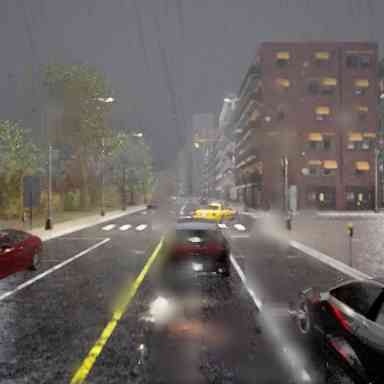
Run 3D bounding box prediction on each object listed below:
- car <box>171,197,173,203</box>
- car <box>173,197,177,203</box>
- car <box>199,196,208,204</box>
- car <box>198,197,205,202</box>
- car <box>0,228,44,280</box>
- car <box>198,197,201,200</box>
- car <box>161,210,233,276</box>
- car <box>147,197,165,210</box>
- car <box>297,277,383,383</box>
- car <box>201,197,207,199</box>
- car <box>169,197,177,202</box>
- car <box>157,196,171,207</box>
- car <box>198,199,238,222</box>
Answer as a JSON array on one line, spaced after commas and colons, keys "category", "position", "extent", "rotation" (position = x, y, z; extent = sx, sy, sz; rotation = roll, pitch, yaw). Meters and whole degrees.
[{"category": "car", "position": [-5.292, 1.636, 63.705], "extent": [2.192, 1.841, 5.009], "rotation": [1, 0, 0]}, {"category": "car", "position": [-5.290, 1.968, 80.731], "extent": [2.008, 1.369, 4.403], "rotation": [1, 0, 0]}, {"category": "car", "position": [2.590, 1.830, 75.894], "extent": [1.967, 1.590, 4.097], "rotation": [1, 0, 0]}, {"category": "car", "position": [2.593, 2.035, 92.942], "extent": [1.887, 1.381, 4.507], "rotation": [0, 0, 0]}, {"category": "car", "position": [-5.306, 1.623, 8.561], "extent": [1.802, 1.307, 4.206], "rotation": [1, 0, 0]}, {"category": "car", "position": [2.586, 1.908, 64.527], "extent": [1.802, 1.307, 4.206], "rotation": [1, 0, 0]}, {"category": "car", "position": [0.102, 1.556, 10.443], "extent": [1.837, 1.490, 4.892], "rotation": [0, 0, 0]}, {"category": "car", "position": [-5.298, 1.775, 46.676], "extent": [1.887, 1.381, 4.507], "rotation": [1, 0, 0]}, {"category": "car", "position": [2.573, 1.584, 3.662], "extent": [1.947, 1.339, 4.313], "rotation": [1, 0, 0]}, {"category": "car", "position": [2.583, 1.785, 47.478], "extent": [2.008, 1.369, 4.403], "rotation": [1, 0, 0]}, {"category": "car", "position": [-5.288, 2.035, 92.084], "extent": [2.008, 1.369, 4.403], "rotation": [1, 0, 0]}, {"category": "car", "position": [-5.293, 1.605, 58.029], "extent": [2.192, 1.841, 5.009], "rotation": [1, 0, 0]}, {"category": "car", "position": [1.955, 1.548, 25.289], "extent": [1.801, 1.575, 5.366], "rotation": [0, 0, 25]}]
